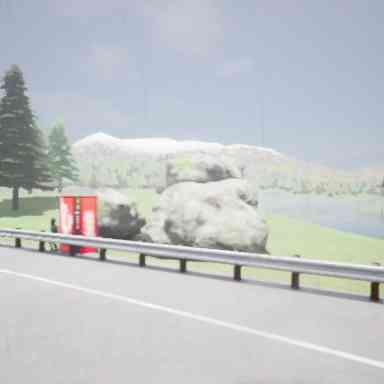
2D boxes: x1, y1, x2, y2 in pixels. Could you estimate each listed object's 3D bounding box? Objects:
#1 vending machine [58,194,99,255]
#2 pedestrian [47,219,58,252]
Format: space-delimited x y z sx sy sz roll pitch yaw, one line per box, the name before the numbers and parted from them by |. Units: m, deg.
vending machine | -4.152 1.121 12.176 0.880 2.100 1.100 0 0 30
pedestrian | -5.046 1.217 12.111 0.375 1.860 0.375 0 0 30
